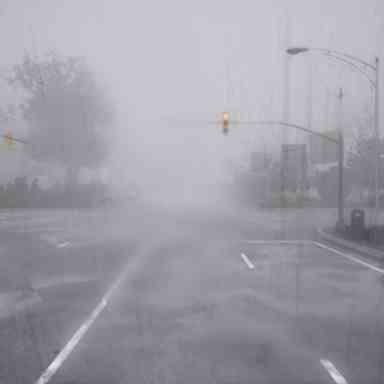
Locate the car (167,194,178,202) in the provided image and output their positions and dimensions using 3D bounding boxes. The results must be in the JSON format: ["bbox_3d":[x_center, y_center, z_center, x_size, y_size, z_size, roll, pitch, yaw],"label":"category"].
[{"bbox_3d":[-3.561,1.101,60.077,1.812,1.442,4.674,0,1,-1],"label":"car"}]
